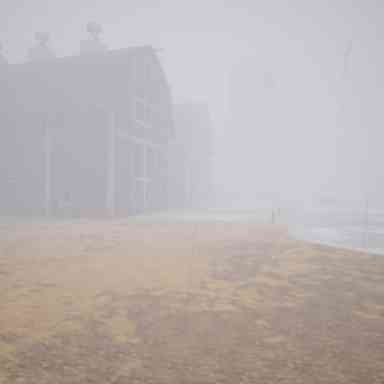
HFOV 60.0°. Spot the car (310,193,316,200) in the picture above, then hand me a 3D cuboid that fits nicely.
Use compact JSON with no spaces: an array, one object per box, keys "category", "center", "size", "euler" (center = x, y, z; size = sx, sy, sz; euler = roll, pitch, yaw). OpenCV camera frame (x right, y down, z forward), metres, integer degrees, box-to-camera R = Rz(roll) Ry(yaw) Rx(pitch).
[{"category":"car","center":[32.744,1.209,84.764],"size":[3.988,1.617,1.851],"euler":[0,0,18]}]

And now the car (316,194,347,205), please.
[{"category":"car","center":[22.559,1.417,53.363],"size":[4.181,1.381,1.994],"euler":[0,0,18]}]
